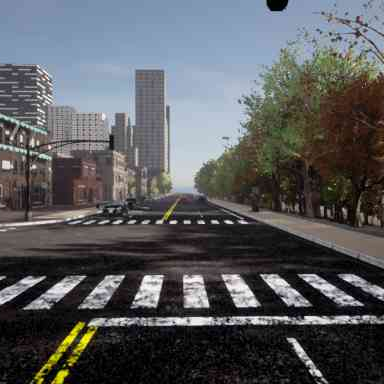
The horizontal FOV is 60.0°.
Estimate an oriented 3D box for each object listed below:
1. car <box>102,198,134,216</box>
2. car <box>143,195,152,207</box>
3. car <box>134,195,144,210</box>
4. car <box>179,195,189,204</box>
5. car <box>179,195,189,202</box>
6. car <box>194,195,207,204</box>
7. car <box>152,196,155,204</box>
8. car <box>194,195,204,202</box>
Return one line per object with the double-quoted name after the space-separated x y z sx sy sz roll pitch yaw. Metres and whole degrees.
-7.375 1.481 32.464 2.128 1.511 4.902 0 0 -1 "car"
-7.834 1.333 51.717 2.097 1.767 4.553 0 0 -1 "car"
-7.600 1.490 42.023 1.837 1.490 4.892 0 0 -1 "car"
-1.516 1.540 62.749 1.994 1.385 4.181 0 0 -1 "car"
-1.758 1.343 72.749 2.033 1.411 5.357 0 0 -1 "car"
1.835 1.454 62.902 1.882 1.535 5.008 0 0 -1 "car"
-8.041 1.468 61.980 2.128 1.511 4.902 0 0 -1 "car"
1.490 1.470 73.008 1.837 1.490 4.892 0 0 -1 "car"
